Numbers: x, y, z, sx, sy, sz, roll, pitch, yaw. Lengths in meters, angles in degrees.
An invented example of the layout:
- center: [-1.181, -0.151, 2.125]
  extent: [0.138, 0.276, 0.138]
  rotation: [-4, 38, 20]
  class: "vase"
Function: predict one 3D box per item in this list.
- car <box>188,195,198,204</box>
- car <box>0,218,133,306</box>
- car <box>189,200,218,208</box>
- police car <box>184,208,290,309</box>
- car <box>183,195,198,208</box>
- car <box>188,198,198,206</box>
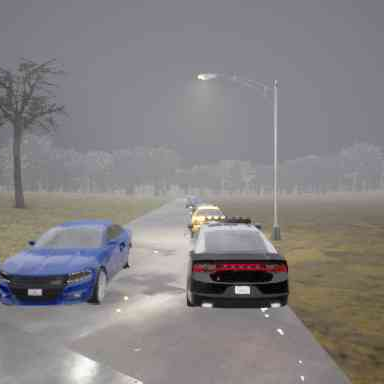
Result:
- center: [0.132, 1.374, 63.149]
  extent: [1.812, 1.442, 4.674]
  rotation: [0, 0, 0]
  class: "car"
- center: [-2.733, 1.472, 8.290]
  extent: [1.882, 1.535, 5.008]
  rotation: [0, 0, 0]
  class: "car"
- center: [0.863, 1.439, 18.181]
  extent: [1.801, 1.575, 5.366]
  rotation: [0, 0, 0]
  class: "car"
- center: [0.842, 1.420, 8.101]
  extent: [1.930, 1.638, 5.238]
  rotation: [0, 0, 0]
  class: "police car"
- center: [0.131, 1.466, 45.829]
  extent: [2.033, 1.411, 5.357]
  rotation: [0, 0, 1]
  class: "car"
- center: [0.875, 1.453, 23.993]
  extent: [1.882, 1.535, 5.008]
  rotation: [0, 0, 0]
  class: "car"
